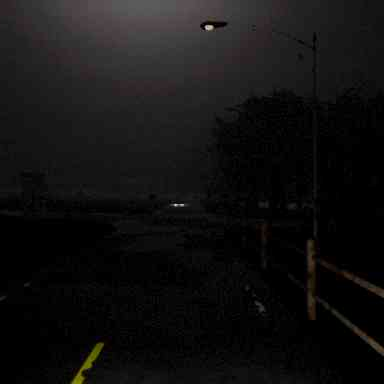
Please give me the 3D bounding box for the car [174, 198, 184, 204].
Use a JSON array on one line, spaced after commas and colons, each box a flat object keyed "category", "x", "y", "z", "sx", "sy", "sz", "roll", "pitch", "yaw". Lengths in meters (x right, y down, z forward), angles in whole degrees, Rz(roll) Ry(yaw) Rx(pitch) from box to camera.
[{"category": "car", "x": -2.805, "y": 1.912, "z": 71.073, "sx": 1.994, "sy": 1.385, "sz": 4.181, "roll": 0, "pitch": 0, "yaw": 0}]
